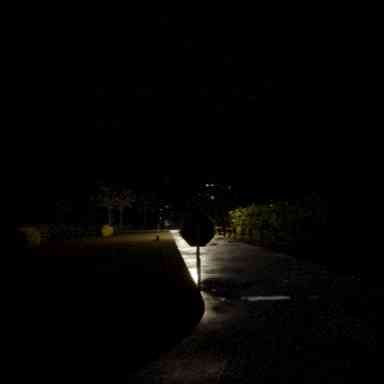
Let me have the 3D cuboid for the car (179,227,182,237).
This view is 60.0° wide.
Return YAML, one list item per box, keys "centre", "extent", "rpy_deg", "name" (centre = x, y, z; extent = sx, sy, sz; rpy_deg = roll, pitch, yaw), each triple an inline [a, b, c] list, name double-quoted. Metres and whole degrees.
- centre: [-0.891, 5.821, 49.387]
  extent: [2.128, 1.511, 4.902]
  rpy_deg: [0, -5, -4]
  name: "car"
